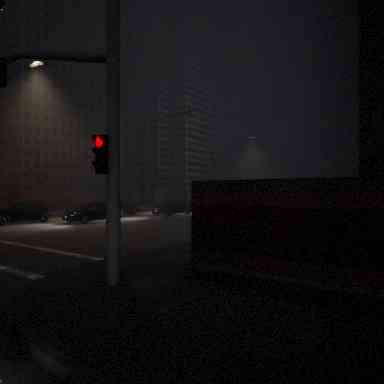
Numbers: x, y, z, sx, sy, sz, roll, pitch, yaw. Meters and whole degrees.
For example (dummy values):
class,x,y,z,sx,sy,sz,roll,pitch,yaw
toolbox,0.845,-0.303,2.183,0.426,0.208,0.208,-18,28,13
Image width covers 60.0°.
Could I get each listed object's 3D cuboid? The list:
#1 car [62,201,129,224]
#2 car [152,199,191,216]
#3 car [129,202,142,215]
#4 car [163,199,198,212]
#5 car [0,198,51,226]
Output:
class,x,y,z,sx,sy,sz,roll,pitch,yaw
car,-7.377,1.505,25.101,1.837,1.490,4.892,0,0,36
car,-1.877,1.491,32.698,2.128,1.511,4.902,0,0,36
car,-7.099,1.547,31.458,2.033,1.411,5.357,0,0,36
car,-1.301,1.564,39.451,1.994,1.385,4.181,0,0,36
car,-12.638,1.352,23.772,2.097,1.767,4.553,0,0,36
